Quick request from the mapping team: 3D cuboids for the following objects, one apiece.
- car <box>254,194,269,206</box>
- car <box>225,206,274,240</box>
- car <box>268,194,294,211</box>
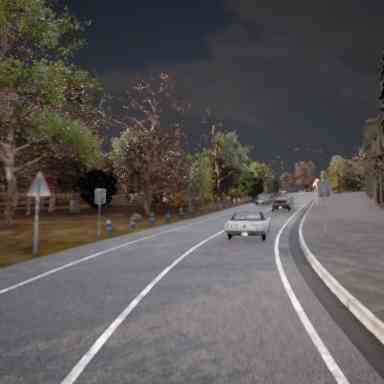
[{"bbox_3d":[9.447,1.020,43.684,2.128,1.511,4.902,-2,1,22],"label":"car"},{"bbox_3d":[3.026,1.616,17.237,1.895,1.301,4.718,-1,0,17],"label":"car"},{"bbox_3d":[9.472,1.164,34.562,1.837,1.490,4.892,-2,1,22],"label":"car"}]
